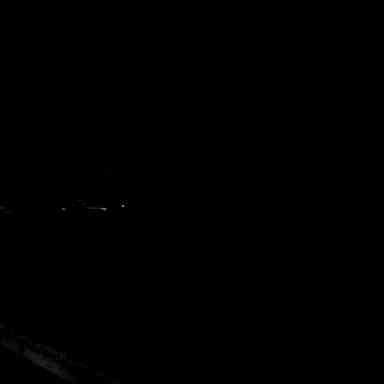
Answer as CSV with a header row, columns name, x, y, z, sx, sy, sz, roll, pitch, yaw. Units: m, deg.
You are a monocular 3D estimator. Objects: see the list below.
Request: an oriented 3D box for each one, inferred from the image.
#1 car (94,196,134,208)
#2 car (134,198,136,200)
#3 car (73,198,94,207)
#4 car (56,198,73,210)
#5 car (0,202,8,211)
name,x,y,z,sx,sy,sz,roll,pitch,yaw
car,-11.300,1.438,48.632,1.837,1.490,4.892,0,1,39
car,-10.145,1.425,55.654,1.994,1.385,4.181,0,1,38
car,-16.404,1.511,47.878,2.033,1.411,5.357,0,0,39
car,-17.839,1.542,40.508,2.033,1.411,5.357,0,0,39
car,-22.204,1.562,40.674,1.994,1.385,4.181,0,0,38
